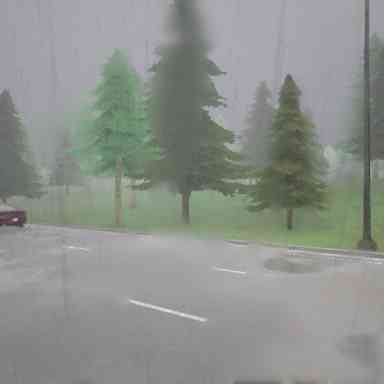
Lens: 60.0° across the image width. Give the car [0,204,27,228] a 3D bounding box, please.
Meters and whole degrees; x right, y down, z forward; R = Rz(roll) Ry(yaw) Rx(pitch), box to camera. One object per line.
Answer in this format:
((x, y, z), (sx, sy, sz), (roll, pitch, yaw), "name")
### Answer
((-12.369, 1.477, 20.829), (5.008, 1.535, 1.882), (0, 0, 34), "car")
